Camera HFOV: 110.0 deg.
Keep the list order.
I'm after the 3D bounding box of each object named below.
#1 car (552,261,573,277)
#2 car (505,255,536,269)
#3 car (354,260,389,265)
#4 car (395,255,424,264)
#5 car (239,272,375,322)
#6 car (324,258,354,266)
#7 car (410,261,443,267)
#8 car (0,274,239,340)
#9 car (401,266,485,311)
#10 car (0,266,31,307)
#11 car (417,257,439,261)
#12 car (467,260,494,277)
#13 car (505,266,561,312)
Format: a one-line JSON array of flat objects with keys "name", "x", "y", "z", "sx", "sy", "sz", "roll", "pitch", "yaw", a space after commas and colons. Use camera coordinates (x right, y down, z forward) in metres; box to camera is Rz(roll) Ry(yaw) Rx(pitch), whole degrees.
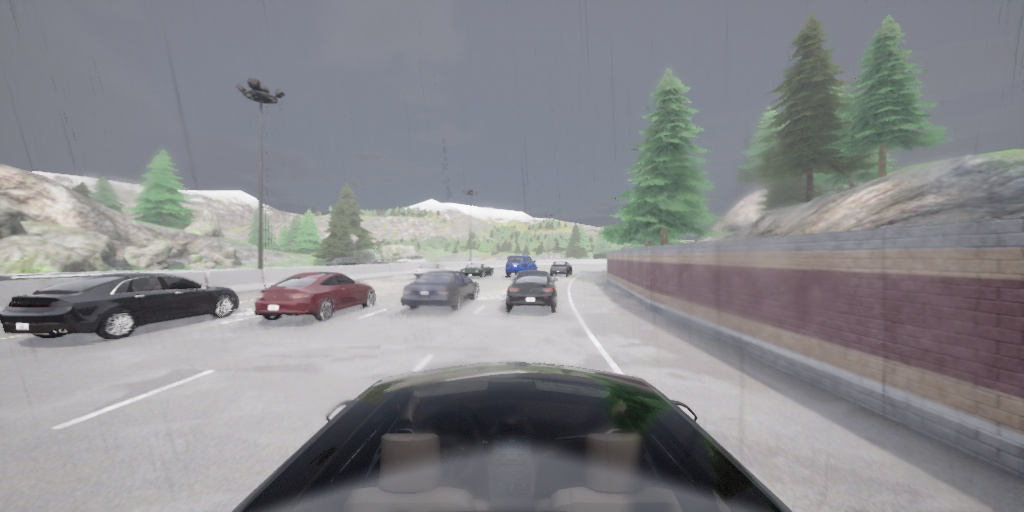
[{"name": "car", "x": 5.007, "y": 1.255, "z": 36.102, "sx": 2.128, "sy": 1.511, "sz": 4.902, "roll": 0, "pitch": 0, "yaw": 15}, {"name": "car", "x": 0.940, "y": 0.972, "z": 34.562, "sx": 2.150, "sy": 2.045, "sz": 5.566, "roll": 0, "pitch": 0, "yaw": 14}, {"name": "car", "x": -19.799, "y": 1.285, "z": 51.298, "sx": 1.895, "sy": 1.301, "sz": 4.718, "roll": 0, "pitch": 0, "yaw": 19}, {"name": "car", "x": -15.144, "y": 0.919, "z": 54.025, "sx": 2.150, "sy": 2.045, "sz": 5.566, "roll": 0, "pitch": 0, "yaw": 20}, {"name": "car", "x": -6.377, "y": 1.255, "z": 12.131, "sx": 1.812, "sy": 1.442, "sz": 4.674, "roll": 0, "pitch": 0, "yaw": 4}, {"name": "car", "x": -23.878, "y": 1.023, "z": 49.981, "sx": 2.097, "sy": 1.767, "sz": 4.553, "roll": 0, "pitch": 0, "yaw": 18}, {"name": "car", "x": -6.882, "y": 1.327, "z": 31.935, "sx": 1.895, "sy": 1.301, "sz": 4.718, "roll": 0, "pitch": 0, "yaw": 12}, {"name": "car", "x": -10.033, "y": 1.223, "z": 9.877, "sx": 1.837, "sy": 1.490, "sz": 4.892, "roll": 0, "pitch": 0, "yaw": 4}, {"name": "car", "x": -2.674, "y": 1.288, "z": 14.504, "sx": 2.033, "sy": 1.411, "sz": 5.357, "roll": 0, "pitch": 0, "yaw": 6}, {"name": "car", "x": -20.596, "y": 1.176, "z": 12.039, "sx": 2.128, "sy": 1.511, "sz": 4.902, "roll": 0, "pitch": 0, "yaw": 5}, {"name": "car", "x": -11.706, "y": 1.273, "z": 53.177, "sx": 1.994, "sy": 1.385, "sz": 4.181, "roll": 0, "pitch": 0, "yaw": 21}, {"name": "car", "x": -3.073, "y": 1.339, "z": 32.883, "sx": 1.895, "sy": 1.301, "sz": 4.718, "roll": 0, "pitch": 0, "yaw": 13}, {"name": "car", "x": 0.836, "y": 1.278, "z": 14.161, "sx": 1.812, "sy": 1.442, "sz": 4.674, "roll": 0, "pitch": 0, "yaw": 6}]
